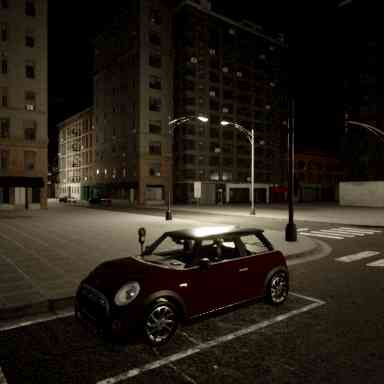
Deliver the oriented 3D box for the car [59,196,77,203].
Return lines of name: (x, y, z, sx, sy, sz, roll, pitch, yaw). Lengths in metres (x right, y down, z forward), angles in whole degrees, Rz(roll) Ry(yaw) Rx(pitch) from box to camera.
car: (-22.162, 1.273, 59.253, 1.895, 1.301, 4.718, 0, 0, -39)

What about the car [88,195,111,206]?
car: (-13.321, 1.240, 47.933, 2.128, 1.511, 4.902, 0, 0, -38)

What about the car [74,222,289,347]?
car: (-0.043, 1.440, 6.273, 4.097, 1.590, 1.967, 0, 0, -38)
